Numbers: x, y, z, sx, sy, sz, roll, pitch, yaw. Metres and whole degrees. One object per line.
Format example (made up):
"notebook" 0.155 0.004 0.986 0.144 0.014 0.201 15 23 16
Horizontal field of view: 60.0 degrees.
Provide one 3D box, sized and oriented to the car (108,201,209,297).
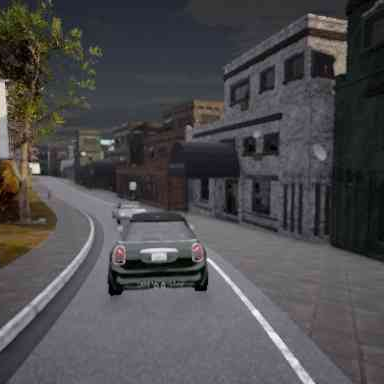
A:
"car" -0.937 1.297 8.745 2.097 1.767 4.553 -1 1 -8
